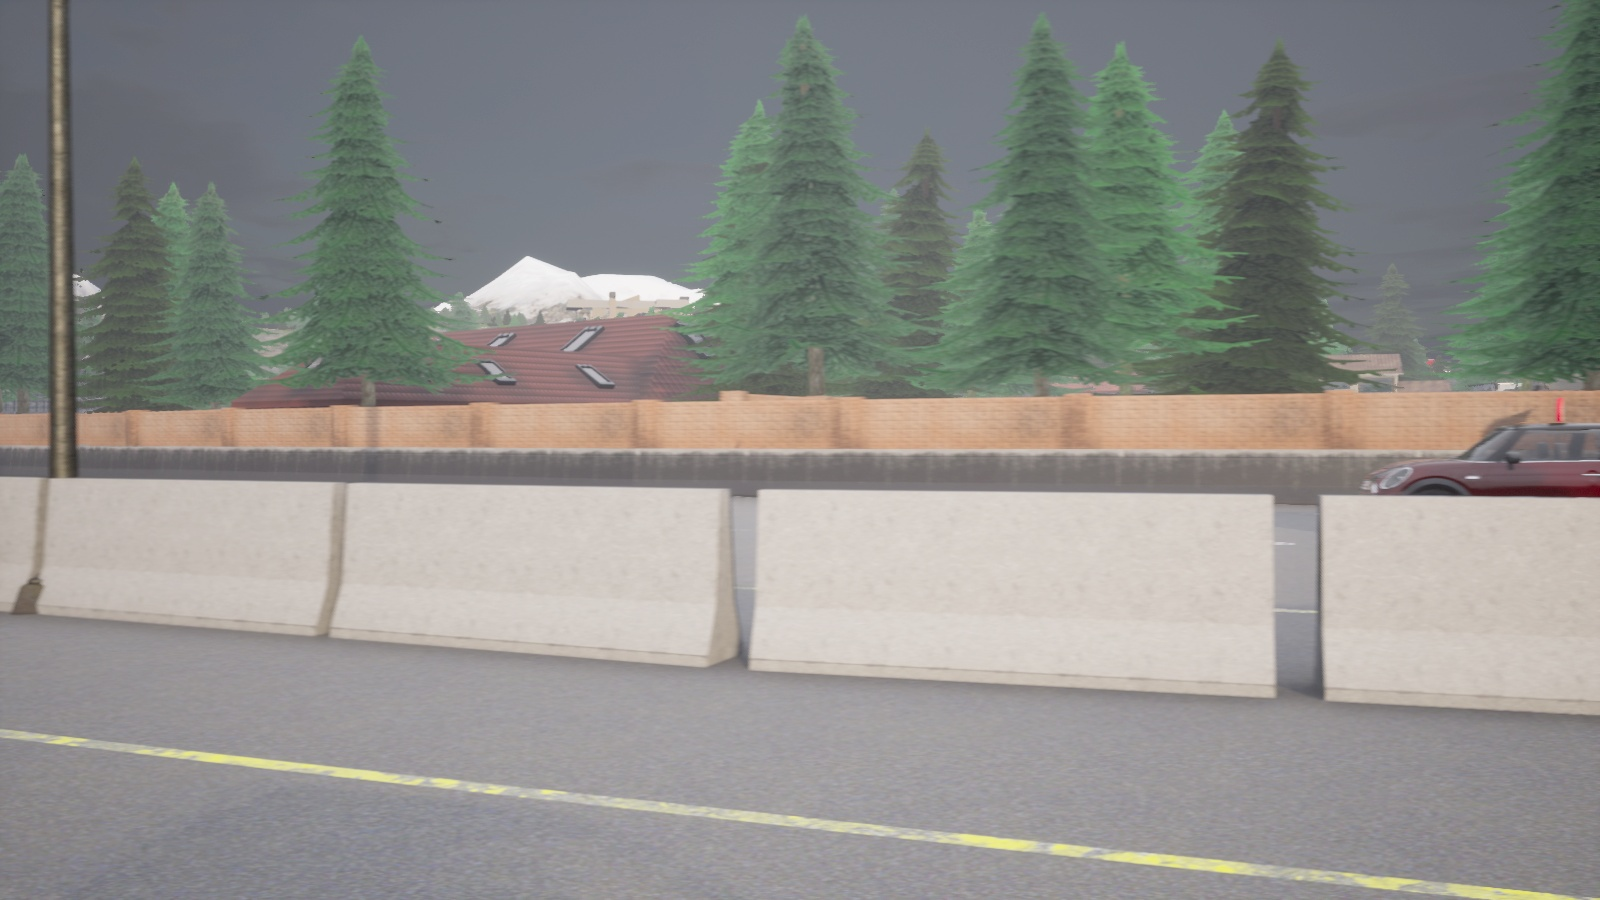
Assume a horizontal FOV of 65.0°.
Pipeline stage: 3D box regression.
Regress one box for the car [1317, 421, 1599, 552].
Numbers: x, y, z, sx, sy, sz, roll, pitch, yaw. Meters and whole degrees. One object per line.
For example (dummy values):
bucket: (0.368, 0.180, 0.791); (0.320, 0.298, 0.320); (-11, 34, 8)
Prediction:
car: (10.098, 0.481, 18.309); (4.553, 1.767, 2.097); (1, 1, 17)
